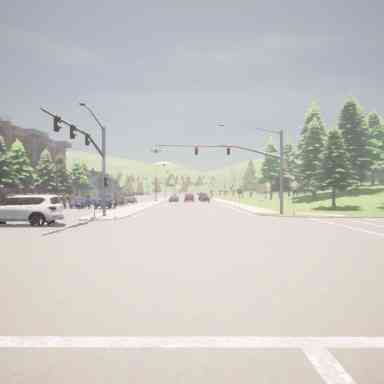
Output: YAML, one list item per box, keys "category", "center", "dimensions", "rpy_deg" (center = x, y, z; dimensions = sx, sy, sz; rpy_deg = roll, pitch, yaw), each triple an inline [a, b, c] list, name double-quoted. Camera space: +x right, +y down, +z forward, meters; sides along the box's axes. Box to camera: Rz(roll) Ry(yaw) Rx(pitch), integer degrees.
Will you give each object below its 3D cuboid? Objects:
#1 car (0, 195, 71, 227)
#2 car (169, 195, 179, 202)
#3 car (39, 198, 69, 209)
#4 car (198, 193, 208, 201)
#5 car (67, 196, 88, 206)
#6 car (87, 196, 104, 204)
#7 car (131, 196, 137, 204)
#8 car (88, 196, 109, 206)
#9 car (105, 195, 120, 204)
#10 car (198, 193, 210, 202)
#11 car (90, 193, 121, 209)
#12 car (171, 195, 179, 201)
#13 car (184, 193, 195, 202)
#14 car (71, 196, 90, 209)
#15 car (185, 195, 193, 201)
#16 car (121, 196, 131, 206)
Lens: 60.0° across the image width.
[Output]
- category: "car"
  center: [-11.374, 1.221, 22.110]
  dimensions: [5.566, 2.045, 2.150]
  rpy_deg: [0, 0, 0]
- category: "car"
  center: [-4.108, 1.540, 72.875]
  dimensions: [2.033, 1.411, 5.357]
  rpy_deg: [0, 0, -1]
- category: "car"
  center: [-18.783, 1.547, 45.577]
  dimensions: [2.033, 1.411, 5.357]
  rpy_deg: [0, 0, -1]
- category: "car"
  center: [2.724, 1.194, 83.644]
  dimensions: [2.150, 2.045, 5.566]
  rpy_deg: [0, 0, -1]
- category: "car"
  center: [-18.917, 1.477, 55.308]
  dimensions: [1.882, 1.535, 5.008]
  rpy_deg: [0, 0, -1]
- category: "car"
  center: [-19.008, 1.505, 65.741]
  dimensions: [1.837, 1.490, 4.892]
  rpy_deg: [0, 0, -1]
- category: "car"
  center: [-12.023, 1.547, 65.668]
  dimensions: [2.033, 1.411, 5.357]
  rpy_deg: [0, 0, 0]
- category: "car"
  center: [-15.415, 1.491, 54.915]
  dimensions: [2.128, 1.511, 4.902]
  rpy_deg: [0, 0, -1]
- category: "car"
  center: [-15.510, 1.477, 64.970]
  dimensions: [1.882, 1.535, 5.008]
  rpy_deg: [0, 0, 0]
- category: "car"
  center: [2.884, 1.500, 73.420]
  dimensions: [1.837, 1.490, 4.892]
  rpy_deg: [0, 0, -1]
- category: "car"
  center: [-11.785, 1.221, 45.694]
  dimensions: [2.150, 2.045, 5.566]
  rpy_deg: [0, 0, -1]
- category: "car"
  center: [-4.274, 1.488, 83.493]
  dimensions: [1.812, 1.442, 4.674]
  rpy_deg: [0, 0, -1]
- category: "car"
  center: [-0.609, 1.225, 72.995]
  dimensions: [2.150, 2.045, 5.566]
  rpy_deg: [0, 0, -1]
- category: "car"
  center: [-15.281, 1.477, 45.510]
  dimensions: [1.882, 1.535, 5.008]
  rpy_deg: [0, 0, -1]
- category: "car"
  center: [-0.775, 1.464, 83.548]
  dimensions: [1.837, 1.490, 4.892]
  rpy_deg: [0, 0, -1]
- category: "car"
  center: [-11.920, 1.505, 55.373]
  dimensions: [1.837, 1.490, 4.892]
  rpy_deg: [0, 0, -1]
